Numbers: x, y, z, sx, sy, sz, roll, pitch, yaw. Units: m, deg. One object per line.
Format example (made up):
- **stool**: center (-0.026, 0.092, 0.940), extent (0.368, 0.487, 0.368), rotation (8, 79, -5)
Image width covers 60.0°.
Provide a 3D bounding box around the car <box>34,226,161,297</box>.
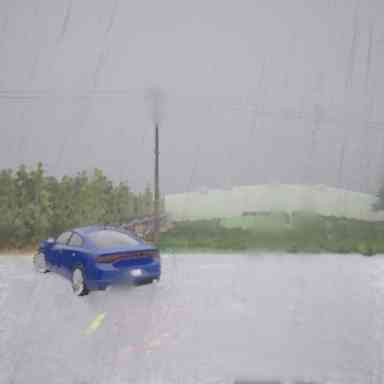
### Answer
- **car**: center (-2.846, 1.703, 9.451), extent (1.882, 1.535, 5.008), rotation (2, -2, -40)
